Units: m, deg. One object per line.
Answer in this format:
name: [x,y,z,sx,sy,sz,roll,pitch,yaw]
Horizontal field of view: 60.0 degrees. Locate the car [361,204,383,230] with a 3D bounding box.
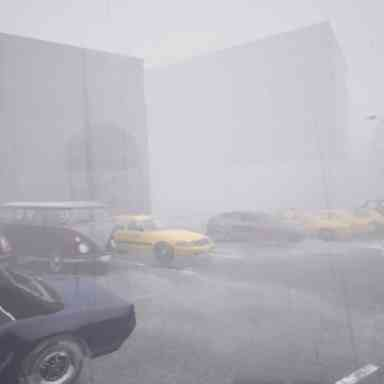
car: [10.102,1.716,21.066,5.366,1.575,1.946,-1,-1,34]

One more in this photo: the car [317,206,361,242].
car: [5.555,1.618,17.358,5.366,1.575,1.946,-1,-1,34]

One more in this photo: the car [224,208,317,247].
car: [3.001,1.616,15.701,4.792,1.488,2.163,-1,-2,34]

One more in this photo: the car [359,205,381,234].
car: [7.677,1.667,19.314,5.366,1.575,1.946,-1,-1,34]

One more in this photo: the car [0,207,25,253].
car: [-6.737,1.371,8.727,4.553,1.767,2.185,-1,-1,35]

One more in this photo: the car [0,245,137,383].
car: [-3.118,1.600,3.608,4.718,1.301,1.895,0,0,-35]

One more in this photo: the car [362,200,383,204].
car: [12.659,1.524,22.731,5.566,2.045,2.435,0,-1,34]

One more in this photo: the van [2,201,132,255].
van: [-4.226,1.281,10.427,4.442,1.987,1.878,-1,-1,35]

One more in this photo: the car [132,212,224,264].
car: [-1.734,1.524,12.126,5.366,1.575,1.946,-1,-1,34]
